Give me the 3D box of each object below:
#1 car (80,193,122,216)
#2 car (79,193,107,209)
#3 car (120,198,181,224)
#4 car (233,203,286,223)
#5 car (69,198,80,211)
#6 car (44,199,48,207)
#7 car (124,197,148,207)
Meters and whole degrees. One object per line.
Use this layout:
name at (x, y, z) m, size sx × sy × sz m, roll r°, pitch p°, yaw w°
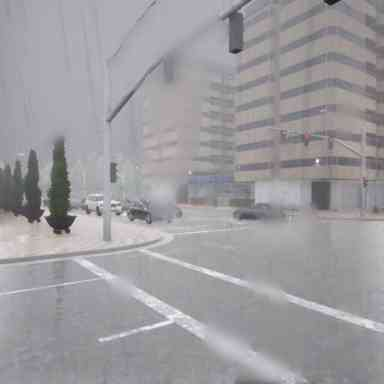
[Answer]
car at (-8.847, 1.222, 32.827) m, size 2.150 × 2.045 × 5.566 m, roll 0°, pitch 0°, yaw -35°
car at (-13.708, 1.221, 45.944) m, size 2.150 × 2.045 × 5.566 m, roll 0°, pitch 0°, yaw -34°
car at (-3.197, 1.491, 24.737) m, size 2.128 × 1.511 × 4.902 m, roll 0°, pitch 0°, yaw -35°
car at (5.087, 1.564, 25.451) m, size 1.994 × 1.385 × 4.181 m, roll 0°, pitch 0°, yaw -35°
car at (-14.723, 1.526, 41.237) m, size 1.812 × 1.442 × 4.674 m, roll 0°, pitch 0°, yaw -35°
car at (-21.127, 1.478, 50.511) m, size 1.882 × 1.535 × 5.008 m, roll 0°, pitch 0°, yaw -34°
car at (-8.618, 1.526, 51.186) m, size 1.812 × 1.442 × 4.674 m, roll 0°, pitch 0°, yaw -35°
